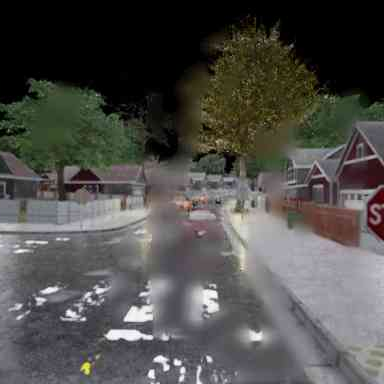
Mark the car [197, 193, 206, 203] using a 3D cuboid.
[{"bbox_3d":[1.105,1.024,55.083,2.097,1.767,4.553,0,1,8],"label":"car"}]

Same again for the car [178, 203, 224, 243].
[{"bbox_3d":[0.514,1.494,15.830,1.812,1.442,4.674,0,0,2],"label":"car"}]

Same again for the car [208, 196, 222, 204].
[{"bbox_3d":[3.681,1.292,52.573,1.895,1.301,4.718,0,1,7],"label":"car"}]

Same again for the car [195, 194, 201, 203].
[{"bbox_3d":[-0.275,1.372,44.157,1.895,1.301,4.718,0,1,6],"label":"car"}]

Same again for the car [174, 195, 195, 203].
[{"bbox_3d":[-1.174,1.201,35.065,2.097,1.767,4.553,0,1,5],"label":"car"}]

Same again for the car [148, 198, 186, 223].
[{"bbox_3d":[-1.959,1.474,25.290,2.033,1.411,5.357,0,0,5],"label":"car"}]
